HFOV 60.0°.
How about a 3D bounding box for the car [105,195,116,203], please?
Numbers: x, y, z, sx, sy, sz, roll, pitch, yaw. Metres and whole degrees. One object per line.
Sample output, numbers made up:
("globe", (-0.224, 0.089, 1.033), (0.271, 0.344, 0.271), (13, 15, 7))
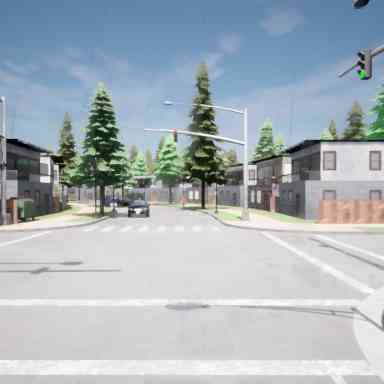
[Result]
("car", (-16.507, 1.318, 66.785), (2.097, 1.767, 4.553), (0, 0, -45))

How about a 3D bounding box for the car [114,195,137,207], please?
("car", (-9.840, 1.566, 49.315), (1.895, 1.301, 4.718), (0, 0, -24))

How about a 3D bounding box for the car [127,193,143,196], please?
("car", (-10.391, 1.187, 58.441), (2.150, 2.045, 5.566), (0, 0, -36))

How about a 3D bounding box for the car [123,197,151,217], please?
("car", (-4.839, 1.457, 30.567), (2.128, 1.511, 4.902), (0, 0, -7))
